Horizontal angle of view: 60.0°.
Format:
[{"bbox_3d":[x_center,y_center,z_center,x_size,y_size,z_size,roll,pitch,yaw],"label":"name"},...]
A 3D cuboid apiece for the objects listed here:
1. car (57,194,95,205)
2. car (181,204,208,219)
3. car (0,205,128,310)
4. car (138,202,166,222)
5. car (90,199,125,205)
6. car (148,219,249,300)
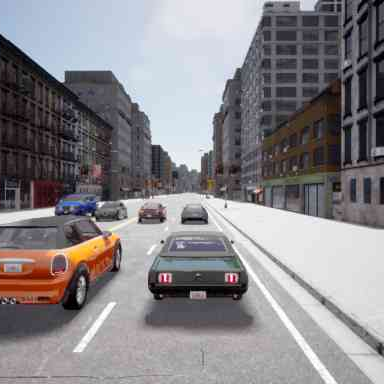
[{"bbox_3d":[-9.739,1.229,28.453,2.150,2.045,5.566,0,0,0],"label":"car"},{"bbox_3d":[0.199,1.570,25.278,1.994,1.385,4.181,0,0,0],"label":"car"},{"bbox_3d":[-3.122,1.352,7.976,2.097,1.767,4.553,0,0,1],"label":"car"},{"bbox_3d":[-3.048,1.532,26.025,1.812,1.442,4.674,0,0,0],"label":"car"},{"bbox_3d":[-6.493,1.511,27.170,1.837,1.490,4.892,0,0,0],"label":"car"},{"bbox_3d":[0.132,1.601,8.316,1.895,1.301,4.718,0,0,0],"label":"car"}]
